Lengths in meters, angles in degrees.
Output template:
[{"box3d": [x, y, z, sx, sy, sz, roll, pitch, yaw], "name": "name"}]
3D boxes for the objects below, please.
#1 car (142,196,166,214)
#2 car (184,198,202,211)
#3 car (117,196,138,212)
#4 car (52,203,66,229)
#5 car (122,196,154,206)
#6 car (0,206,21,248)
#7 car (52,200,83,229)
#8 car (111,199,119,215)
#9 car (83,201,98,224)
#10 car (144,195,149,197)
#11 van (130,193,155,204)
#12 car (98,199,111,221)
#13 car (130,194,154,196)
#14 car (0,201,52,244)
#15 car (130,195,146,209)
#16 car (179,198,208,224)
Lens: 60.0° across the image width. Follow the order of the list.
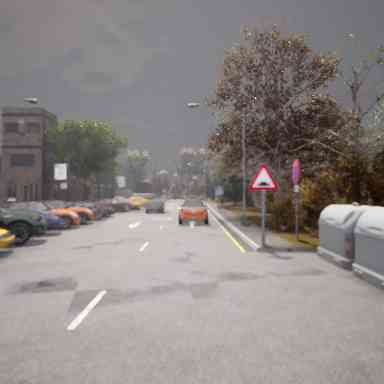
[{"box3d": [-3.921, 1.539, 36.066, 1.837, 1.490, 4.892, 0, 0, 0], "name": "car"}, {"box3d": [0.151, 1.539, 42.201, 2.128, 1.511, 4.902, 0, 0, 0], "name": "car"}, {"box3d": [-9.129, 1.526, 38.293, 4.892, 1.521, 2.231, -1, 0, -20], "name": "car"}, {"box3d": [-9.227, 1.527, 17.283, 4.674, 1.452, 2.002, -1, 0, -20], "name": "car"}, {"box3d": [-9.123, 1.526, 56.313, 5.008, 1.535, 2.097, -1, 0, -20], "name": "car"}, {"box3d": [-9.098, 1.478, 11.347, 5.366, 1.575, 1.946, -1, 0, -20], "name": "car"}, {"box3d": [-9.243, 1.365, 20.280, 4.553, 1.767, 2.185, -1, 0, -20], "name": "car"}, {"box3d": [-9.160, 1.545, 29.292, 4.674, 1.452, 2.002, -1, 0, -20], "name": "car"}, {"box3d": [-9.224, 1.369, 23.281, 4.553, 1.767, 2.185, -1, 0, -20], "name": "car"}, {"box3d": [-8.933, 1.533, 44.359, 5.366, 1.575, 1.946, -1, 0, -20], "name": "car"}, {"box3d": [-9.258, 1.237, 62.259, 4.442, 1.987, 1.878, -1, 1, -20], "name": "van"}, {"box3d": [-9.146, 1.528, 26.301, 4.792, 1.488, 2.163, -1, 0, -20], "name": "car"}, {"box3d": [-9.277, 1.550, 53.245, 5.366, 1.575, 1.946, -1, 0, -20], "name": "car"}, {"box3d": [-9.241, 1.234, 14.305, 5.566, 2.045, 2.435, -1, 0, -20], "name": "car"}, {"box3d": [-8.939, 1.527, 41.357, 5.366, 1.575, 1.946, -1, 0, -20], "name": "car"}, {"box3d": [0.098, 1.363, 25.273, 2.097, 1.767, 4.553, 0, 0, 0], "name": "car"}]
